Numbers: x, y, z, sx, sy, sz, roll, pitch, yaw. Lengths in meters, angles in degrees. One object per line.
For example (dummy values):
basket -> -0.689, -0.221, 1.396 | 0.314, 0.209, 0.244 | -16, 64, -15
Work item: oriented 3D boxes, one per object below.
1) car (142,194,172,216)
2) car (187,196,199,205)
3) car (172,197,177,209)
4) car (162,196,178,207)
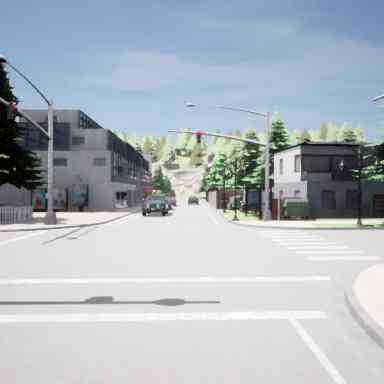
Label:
car -> -3.519, 1.221, 32.654 | 2.150, 2.045, 5.566 | 0, 0, 0
car -> 0.251, 1.505, 59.507 | 1.837, 1.490, 4.892 | 0, 0, 0
car -> -3.491, 1.492, 42.704 | 2.128, 1.511, 4.902 | 0, 0, 0
car -> -3.448, 1.492, 52.972 | 2.128, 1.511, 4.902 | 0, 0, 0
